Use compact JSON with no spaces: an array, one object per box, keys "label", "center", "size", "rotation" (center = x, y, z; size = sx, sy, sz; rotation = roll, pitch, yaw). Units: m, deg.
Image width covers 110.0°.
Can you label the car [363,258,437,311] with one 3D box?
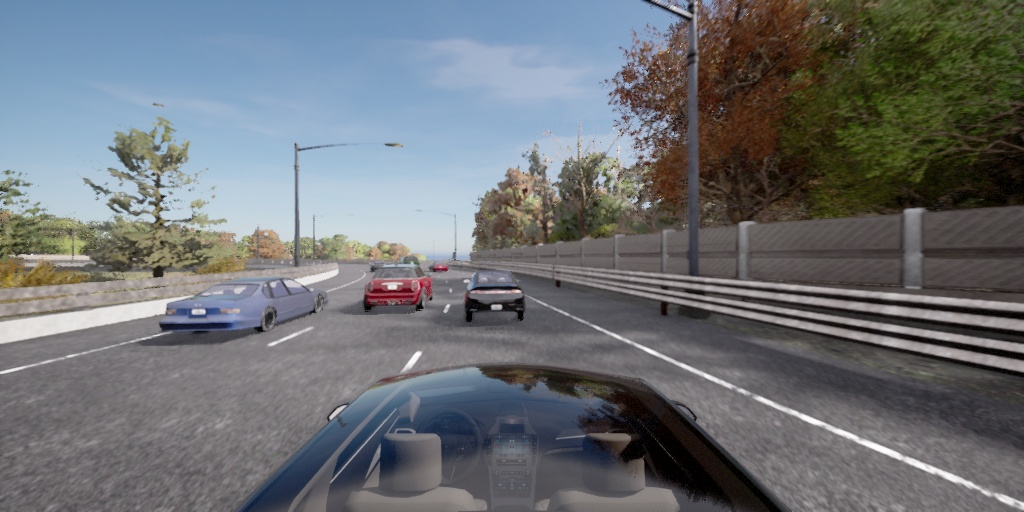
[{"label":"car","center":[-4.450,1.116,14.681],"size":[2.097,1.767,4.553],"rotation":[0,0,-7]}]

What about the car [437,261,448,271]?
[{"label":"car","center":[-9.744,1.342,47.319],"size":[1.994,1.385,4.181],"rotation":[0,0,-20]}]

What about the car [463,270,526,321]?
[{"label":"car","center":[-0.676,1.242,12.591],"size":[2.128,1.511,4.902],"rotation":[0,0,-6]}]

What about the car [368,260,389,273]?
[{"label":"car","center":[-17.611,1.298,47.095],"size":[2.128,1.511,4.902],"rotation":[0,0,-25]}]

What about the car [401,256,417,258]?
[{"label":"car","center":[-13.444,1.013,46.526],"size":[2.150,2.045,5.566],"rotation":[0,0,-24]}]

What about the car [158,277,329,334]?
[{"label":"car","center":[-7.438,1.323,10.728],"size":[2.033,1.411,5.357],"rotation":[0,0,-6]}]
